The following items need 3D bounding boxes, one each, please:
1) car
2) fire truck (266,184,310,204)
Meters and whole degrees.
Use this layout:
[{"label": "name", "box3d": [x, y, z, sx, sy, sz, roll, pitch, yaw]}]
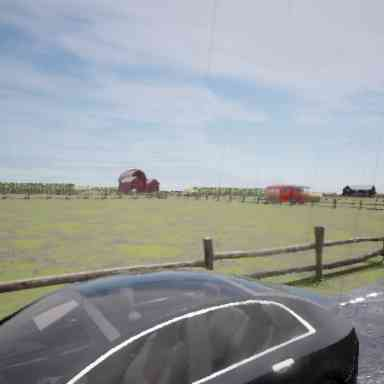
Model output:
[{"label": "car", "box3d": [-0.564, 1.518, 2.669, 4.892, 1.490, 1.837, 1, -1, -35]}, {"label": "fire truck", "box3d": [18.428, 0.424, 64.357, 2.891, 3.827, 8.468, 2, 0, -36]}]
